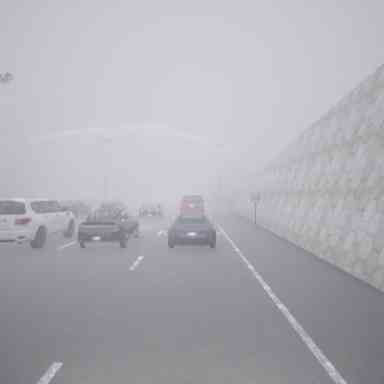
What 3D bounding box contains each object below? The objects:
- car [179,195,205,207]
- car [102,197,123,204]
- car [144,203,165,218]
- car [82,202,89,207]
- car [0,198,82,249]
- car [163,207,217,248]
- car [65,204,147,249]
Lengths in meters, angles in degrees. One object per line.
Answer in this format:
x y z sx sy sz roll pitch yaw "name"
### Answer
0.000 1.255 29.662 2.150 2.045 5.566 0 0 0 "car"
-7.000 1.514 29.632 1.837 1.490 4.892 0 0 0 "car"
-3.500 1.614 29.662 1.895 1.301 4.718 0 0 0 "car"
-10.500 1.482 29.632 1.882 1.535 5.008 0 0 0 "car"
-7.000 1.255 14.662 2.150 2.045 5.566 0 0 0 "car"
0.000 1.569 14.632 1.994 1.385 4.181 0 0 0 "car"
-3.500 1.492 14.632 2.128 1.511 4.902 0 0 0 "car"
